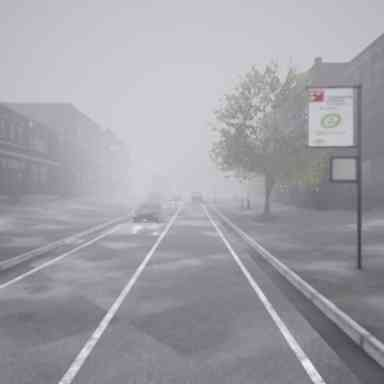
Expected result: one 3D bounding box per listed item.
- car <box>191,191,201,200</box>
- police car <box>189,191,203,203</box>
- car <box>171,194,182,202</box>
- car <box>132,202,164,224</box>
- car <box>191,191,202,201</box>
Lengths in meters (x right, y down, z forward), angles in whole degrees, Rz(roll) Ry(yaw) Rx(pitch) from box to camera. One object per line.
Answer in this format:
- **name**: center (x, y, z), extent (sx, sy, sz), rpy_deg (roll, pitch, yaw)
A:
- **car**: center (0.913, 0.778, 75.786), extent (2.150, 2.045, 5.566), rpy_deg (0, 0, 0)
- **police car**: center (0.910, 1.051, 59.862), extent (1.930, 1.638, 5.238), rpy_deg (0, 0, 0)
- **car**: center (-2.994, 1.137, 65.541), extent (2.033, 1.411, 5.357), rpy_deg (0, 0, 0)
- **car**: center (-3.095, 1.463, 24.609), extent (2.033, 1.411, 5.357), rpy_deg (0, 0, 0)
- **car**: center (0.912, 0.801, 69.785), extent (2.150, 2.045, 5.566), rpy_deg (0, 0, 0)
